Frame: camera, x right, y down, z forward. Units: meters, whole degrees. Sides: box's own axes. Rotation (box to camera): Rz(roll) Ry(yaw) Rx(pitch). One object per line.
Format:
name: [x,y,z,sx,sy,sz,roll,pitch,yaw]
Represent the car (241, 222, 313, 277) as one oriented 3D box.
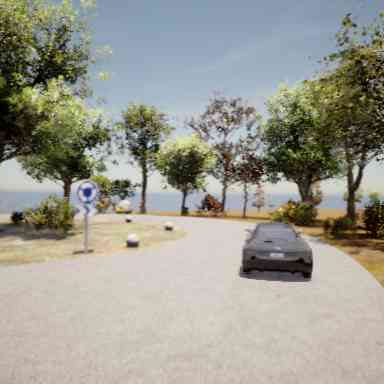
car: [2.674,1.687,10.901,1.994,1.385,4.181,1,0,11]
